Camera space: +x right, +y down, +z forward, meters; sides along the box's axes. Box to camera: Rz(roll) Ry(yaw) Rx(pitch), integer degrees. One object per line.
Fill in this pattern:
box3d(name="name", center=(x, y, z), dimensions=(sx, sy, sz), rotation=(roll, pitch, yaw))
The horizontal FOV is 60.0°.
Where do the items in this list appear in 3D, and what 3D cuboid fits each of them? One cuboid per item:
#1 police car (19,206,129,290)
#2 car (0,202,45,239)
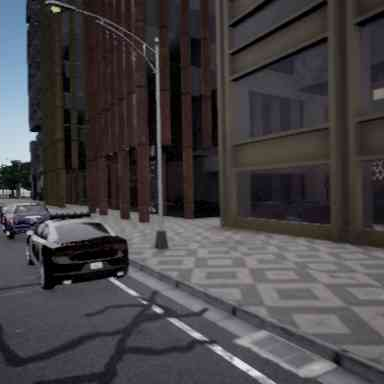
box3d(name="police car", center=(-3.459, 1.396, 9.386), dimensions=(1.930, 1.638, 5.238), rotation=(-2, 1, -32))
box3d(name="car", center=(-8.734, 1.351, 17.718), dimensions=(2.097, 1.767, 4.553), rotation=(-2, 1, -32))
